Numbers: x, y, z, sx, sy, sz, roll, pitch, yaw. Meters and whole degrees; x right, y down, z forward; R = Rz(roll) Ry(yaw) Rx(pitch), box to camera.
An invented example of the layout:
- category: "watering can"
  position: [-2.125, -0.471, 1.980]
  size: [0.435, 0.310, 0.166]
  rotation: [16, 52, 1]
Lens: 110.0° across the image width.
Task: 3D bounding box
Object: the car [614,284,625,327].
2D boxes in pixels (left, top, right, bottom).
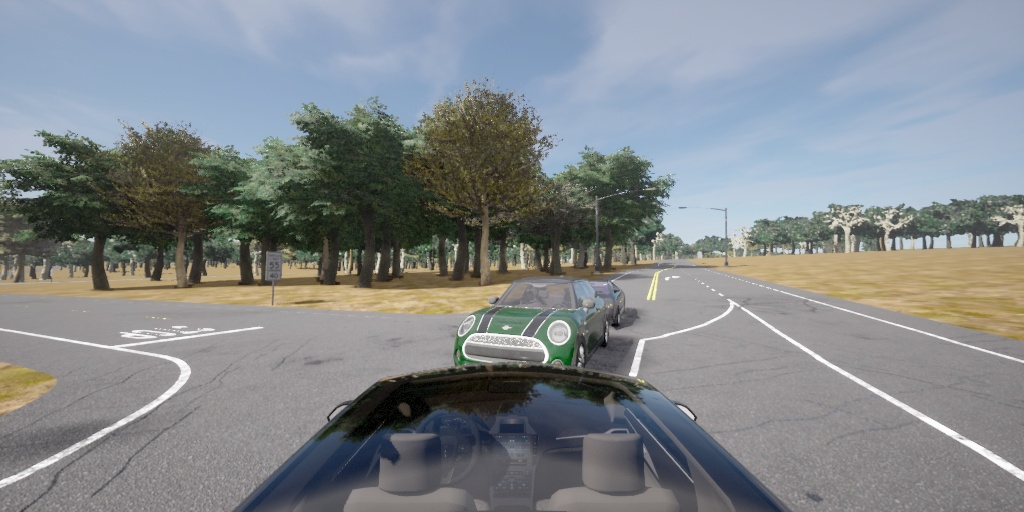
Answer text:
- category: "car"
  position: [2.918, 1.557, 12.846]
  size: [1.994, 1.385, 4.181]
  rotation: [-2, 0, 22]

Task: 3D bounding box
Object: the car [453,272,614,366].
- category: "car"
  position: [0.689, 1.223, 7.415]
  size: [2.097, 1.767, 4.553]
  rotation: [-1, -2, 22]
